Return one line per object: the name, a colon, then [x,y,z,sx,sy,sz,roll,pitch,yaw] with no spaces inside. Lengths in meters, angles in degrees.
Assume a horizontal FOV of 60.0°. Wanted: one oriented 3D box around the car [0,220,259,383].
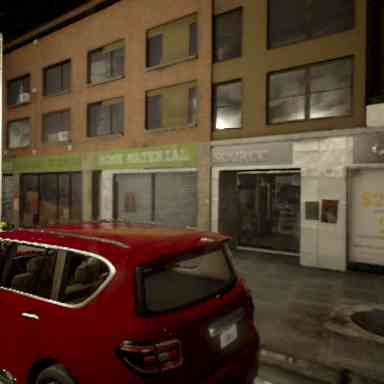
car: [-1.631,1.302,4.231,5.009,1.841,2.192,0,1,35]
